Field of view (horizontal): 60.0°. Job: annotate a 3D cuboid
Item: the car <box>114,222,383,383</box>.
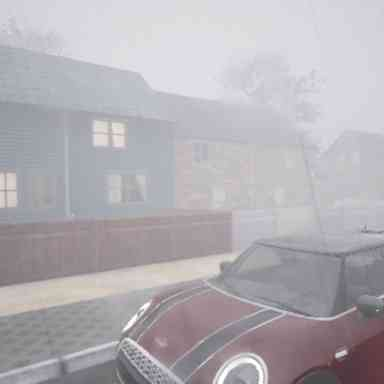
[{"bbox_3d":[1.399,1.338,4.066,4.553,1.767,2.097,0,0,-35],"label":"car"}]
